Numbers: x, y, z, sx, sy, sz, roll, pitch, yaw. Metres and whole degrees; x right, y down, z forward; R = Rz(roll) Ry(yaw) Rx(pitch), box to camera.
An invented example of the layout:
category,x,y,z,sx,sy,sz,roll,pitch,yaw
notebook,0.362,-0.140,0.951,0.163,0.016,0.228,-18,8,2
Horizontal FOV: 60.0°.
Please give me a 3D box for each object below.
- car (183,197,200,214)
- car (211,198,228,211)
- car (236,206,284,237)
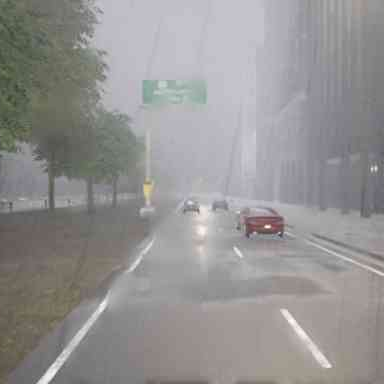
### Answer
category,x,y,z,sx,sy,sz,roll,pitch,yaw
car,-0.058,1.559,35.857,2.033,1.411,5.357,0,0,0
car,3.486,1.502,41.820,2.128,1.511,4.902,0,0,0
car,3.569,1.491,18.144,1.882,1.535,5.008,0,0,0
